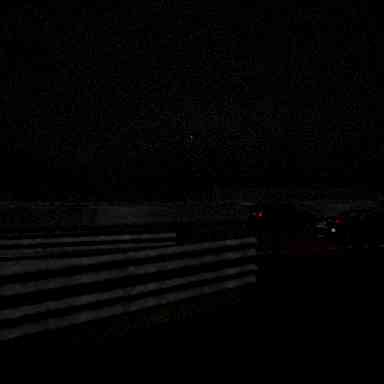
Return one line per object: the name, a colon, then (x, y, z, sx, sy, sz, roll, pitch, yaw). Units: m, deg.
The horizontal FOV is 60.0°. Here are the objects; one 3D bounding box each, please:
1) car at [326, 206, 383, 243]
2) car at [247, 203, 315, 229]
car: (9.155, 1.621, 16.797, 4.902, 1.511, 2.128, 0, 0, -17)
car: (6.242, 1.530, 23.234, 4.553, 1.767, 2.097, 0, 0, -17)
